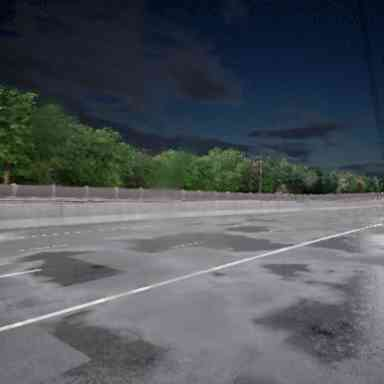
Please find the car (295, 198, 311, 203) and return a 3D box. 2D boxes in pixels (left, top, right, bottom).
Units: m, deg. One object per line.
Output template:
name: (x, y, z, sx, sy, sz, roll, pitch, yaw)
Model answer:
car: (23.976, 2.407, 72.290, 2.150, 2.045, 5.566, 1, -1, 40)
